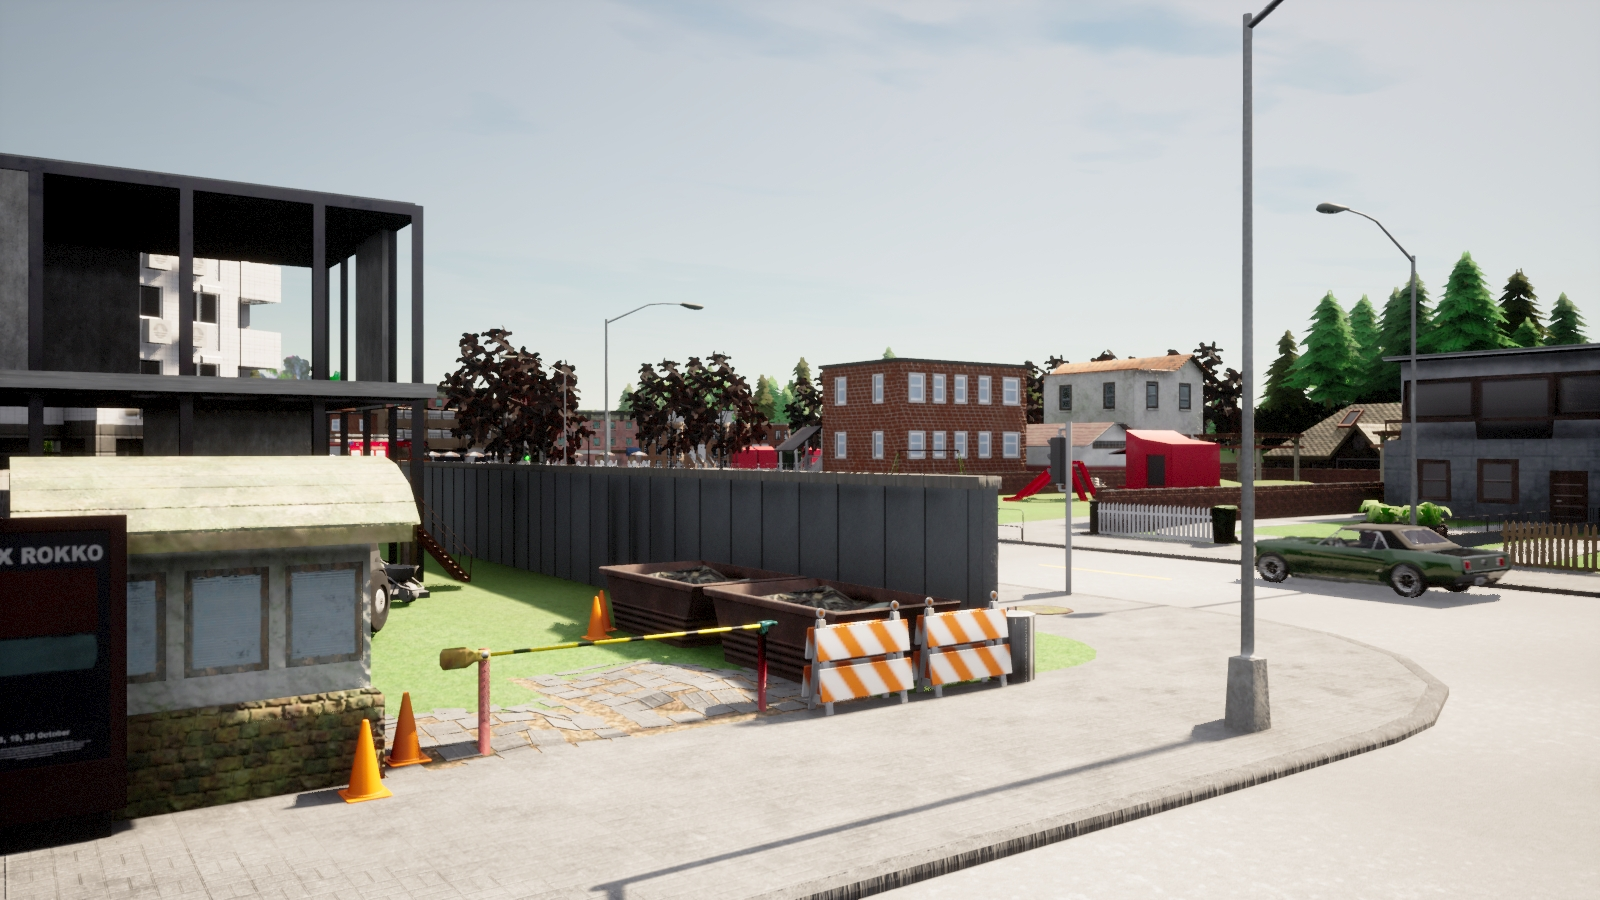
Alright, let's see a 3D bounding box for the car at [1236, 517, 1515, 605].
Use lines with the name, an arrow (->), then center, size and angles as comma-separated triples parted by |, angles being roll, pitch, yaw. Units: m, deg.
car -> 11.445, 2.146, 23.081 | 1.895, 1.301, 4.718 | 0, 0, -32
